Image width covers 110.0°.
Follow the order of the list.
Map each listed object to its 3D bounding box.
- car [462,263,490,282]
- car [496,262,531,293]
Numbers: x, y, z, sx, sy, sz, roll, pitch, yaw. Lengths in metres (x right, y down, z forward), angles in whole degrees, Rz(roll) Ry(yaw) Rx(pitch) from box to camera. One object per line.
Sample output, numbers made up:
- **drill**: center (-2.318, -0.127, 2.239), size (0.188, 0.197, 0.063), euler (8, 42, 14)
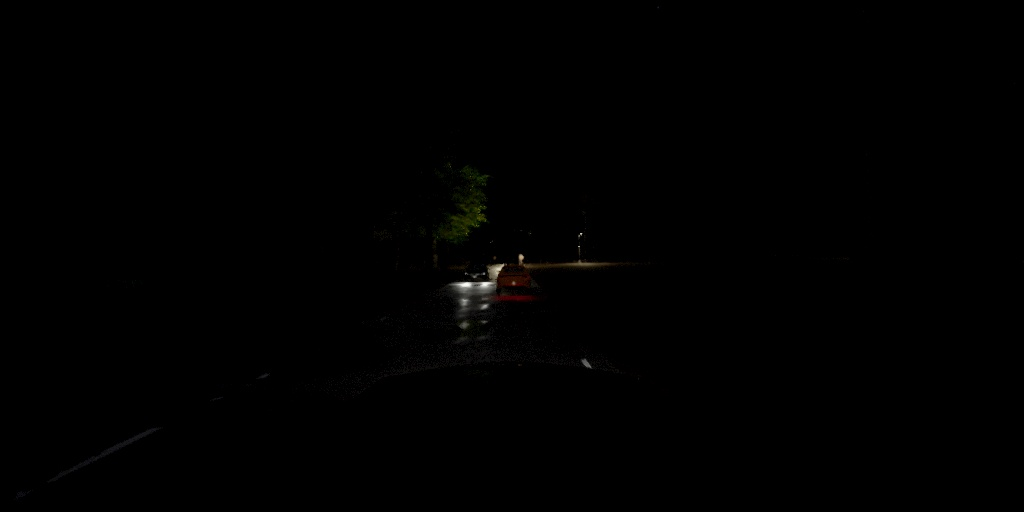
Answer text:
- **car**: center (-2.842, 1.317, 29.512), size (1.812, 1.442, 4.674), euler (0, 0, 0)
- **car**: center (0.098, 1.252, 21.237), size (1.882, 1.535, 5.008), euler (0, 0, 0)
